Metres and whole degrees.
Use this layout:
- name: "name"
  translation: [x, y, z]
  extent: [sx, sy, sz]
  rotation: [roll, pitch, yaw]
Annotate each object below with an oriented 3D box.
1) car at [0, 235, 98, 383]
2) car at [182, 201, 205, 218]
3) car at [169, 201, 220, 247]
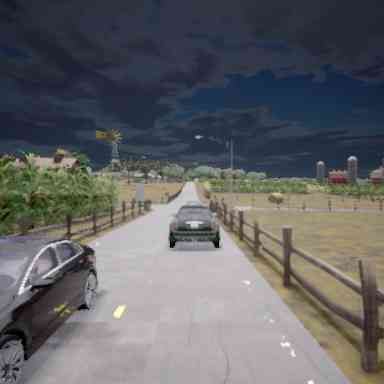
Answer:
- name: "car"
  translation: [-2.848, 1.496, 5.010]
  extent: [2.128, 1.511, 4.902]
  rotation: [0, 0, 0]
- name: "car"
  translation: [0.110, 1.598, 32.163]
  extent: [2.033, 1.411, 5.357]
  rotation: [0, 0, 0]
- name: "car"
  translation: [0.103, 1.374, 15.304]
  extent: [2.097, 1.767, 4.553]
  rotation: [0, 0, 0]
